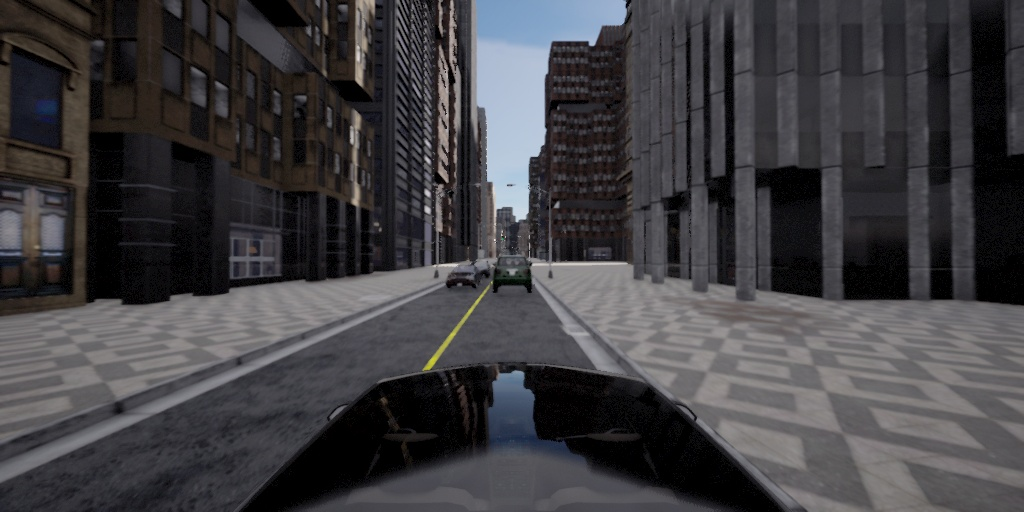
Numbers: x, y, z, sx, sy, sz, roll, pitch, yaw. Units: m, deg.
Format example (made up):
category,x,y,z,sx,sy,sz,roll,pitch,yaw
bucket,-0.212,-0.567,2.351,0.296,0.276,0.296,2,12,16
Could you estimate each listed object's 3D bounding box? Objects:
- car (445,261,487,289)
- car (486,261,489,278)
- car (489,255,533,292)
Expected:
category,x,y,z,sx,sy,sz,roll,pitch,yaw
car,-3.013,1.276,23.429,2.033,1.411,5.357,0,0,0
car,-3.003,1.197,33.574,1.882,1.535,5.008,0,0,0
car,0.034,0.954,21.118,2.150,2.045,5.566,0,0,0
